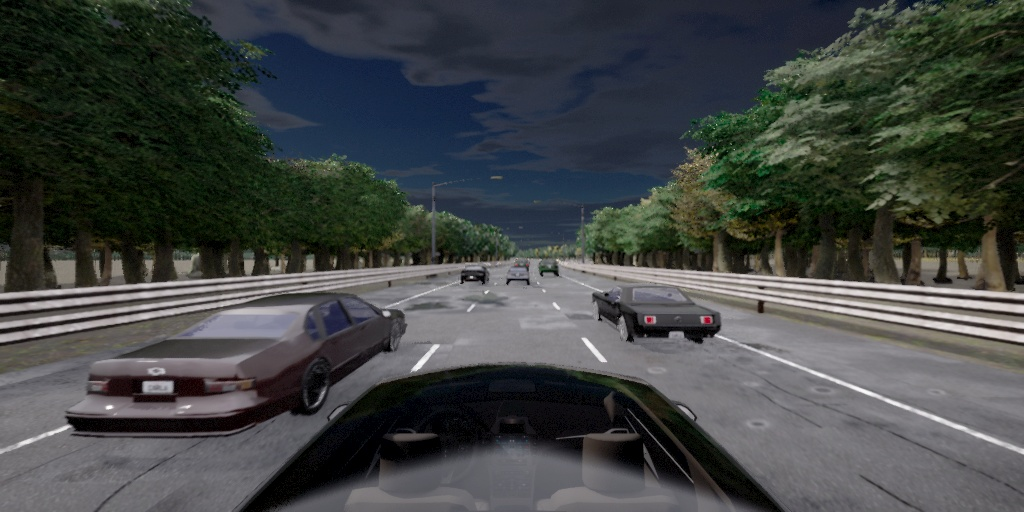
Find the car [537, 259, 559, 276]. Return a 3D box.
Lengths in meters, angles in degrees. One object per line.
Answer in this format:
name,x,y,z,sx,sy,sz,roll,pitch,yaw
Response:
car,4.470,1.392,43.895,2.150,2.045,5.566,0,-1,3

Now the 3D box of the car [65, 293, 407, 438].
car,-3.391,1.329,5.962,2.033,1.411,5.357,0,0,0

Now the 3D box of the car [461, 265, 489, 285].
car,-2.963,1.481,29.494,1.882,1.535,5.008,0,-1,2

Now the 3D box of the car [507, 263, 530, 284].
car,0.534,1.557,29.936,2.033,1.411,5.357,0,-1,2

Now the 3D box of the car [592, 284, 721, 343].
car,3.549,1.415,9.884,1.895,1.301,4.718,0,0,1

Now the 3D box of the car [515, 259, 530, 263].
car,1.615,1.508,55.168,2.150,2.045,5.566,0,-1,3
